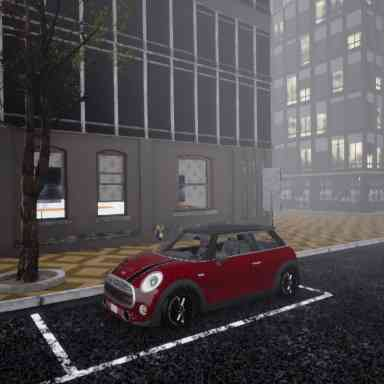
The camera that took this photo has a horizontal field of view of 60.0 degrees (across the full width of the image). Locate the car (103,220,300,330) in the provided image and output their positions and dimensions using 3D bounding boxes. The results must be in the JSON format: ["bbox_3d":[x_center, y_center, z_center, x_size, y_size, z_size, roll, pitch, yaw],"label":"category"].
[{"bbox_3d":[0.295,1.439,6.800,4.097,1.590,1.967,0,-1,-36],"label":"car"}]
